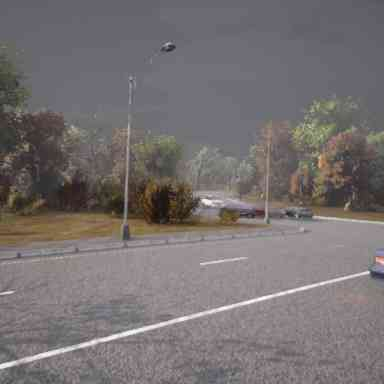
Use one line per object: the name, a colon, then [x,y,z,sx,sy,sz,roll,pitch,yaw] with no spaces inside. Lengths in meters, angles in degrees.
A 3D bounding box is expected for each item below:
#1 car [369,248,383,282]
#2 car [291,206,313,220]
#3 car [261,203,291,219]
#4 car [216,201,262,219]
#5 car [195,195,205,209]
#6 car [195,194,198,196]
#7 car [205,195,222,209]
car: [6.634,1.659,8.499,5.357,1.411,2.033,2,-1,-36]
car: [11.998,2.374,38.901,2.128,1.511,4.902,3,-1,-22]
car: [8.592,2.078,37.786,2.097,1.767,4.553,3,-1,-22]
car: [5.097,2.117,36.942,2.033,1.411,5.357,3,-1,-22]
car: [0.085,1.757,51.987,1.837,1.490,4.892,2,2,-15]
car: [0.365,1.219,68.569,1.882,1.535,5.008,2,3,-8]
car: [3.383,1.608,53.036,2.150,2.045,5.566,2,2,-15]
